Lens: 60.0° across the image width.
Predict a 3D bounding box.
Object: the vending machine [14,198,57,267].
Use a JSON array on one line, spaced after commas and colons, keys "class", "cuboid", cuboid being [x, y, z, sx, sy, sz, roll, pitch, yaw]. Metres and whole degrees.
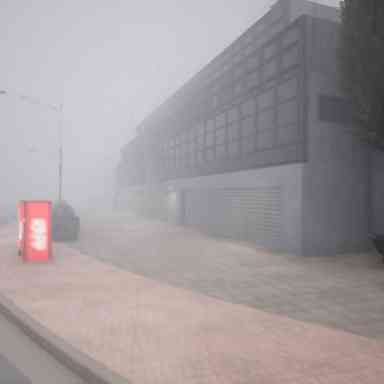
[{"class": "vending machine", "cuboid": [-5.104, 1.256, 10.838, 1.100, 2.100, 0.880, 1, -1, -35]}]
